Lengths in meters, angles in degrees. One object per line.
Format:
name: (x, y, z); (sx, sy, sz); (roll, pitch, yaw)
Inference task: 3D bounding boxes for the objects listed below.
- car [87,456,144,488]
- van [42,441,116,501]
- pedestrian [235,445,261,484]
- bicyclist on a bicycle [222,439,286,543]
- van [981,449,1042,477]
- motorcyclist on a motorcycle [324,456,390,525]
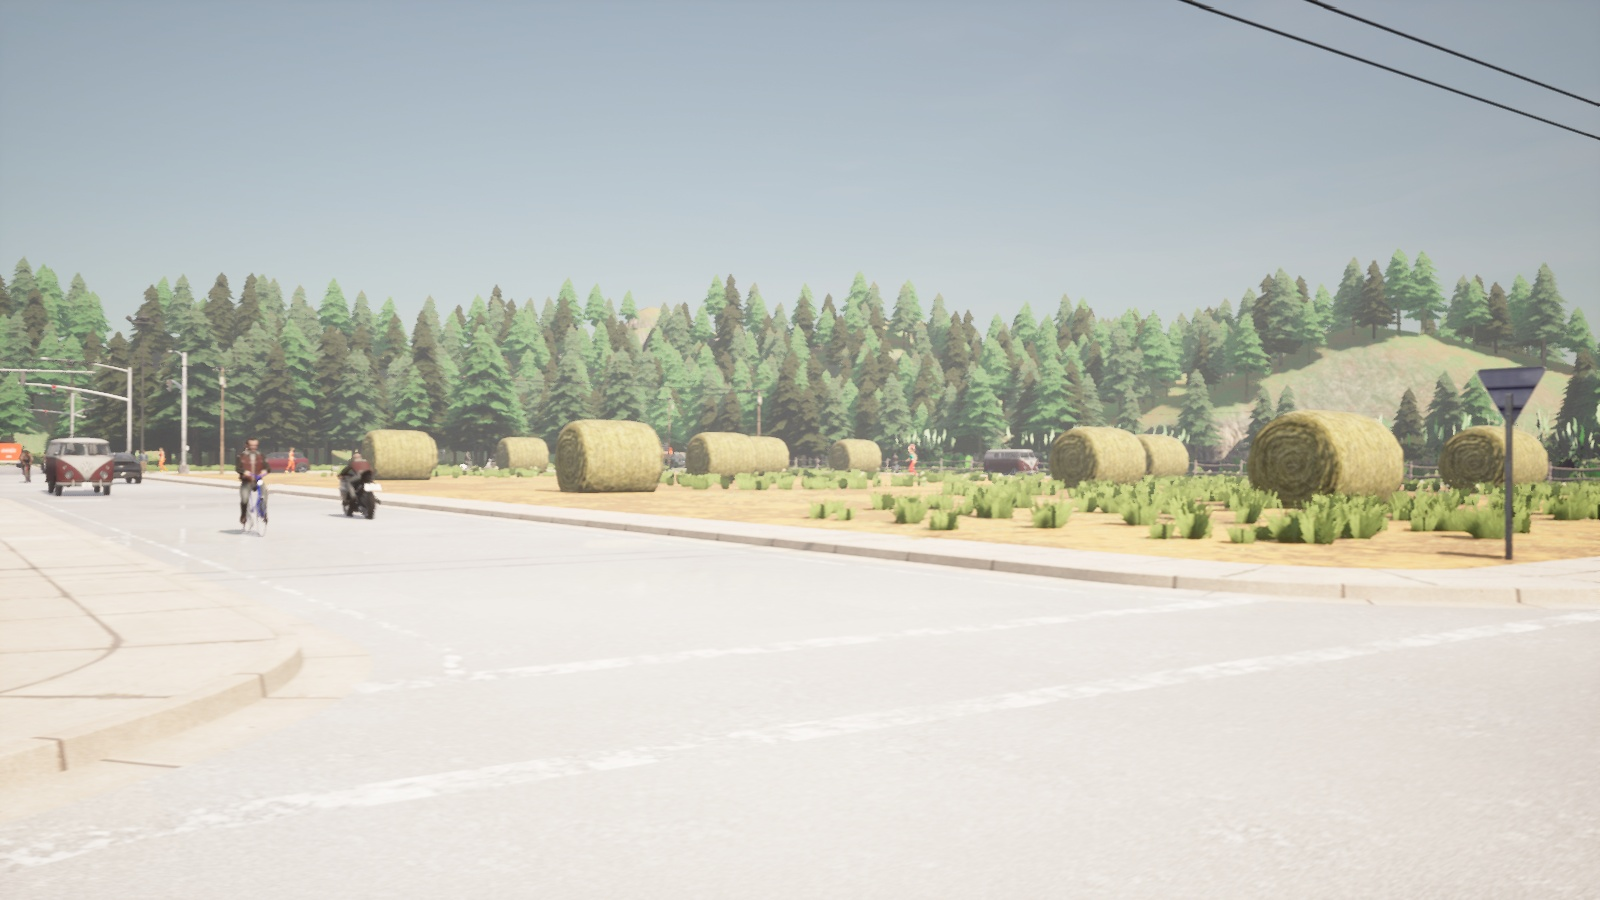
car: (-33.505, 1.055, 61.417); (1.837, 1.490, 4.892); (0, 0, -36)
van: (-25.293, 0.688, 43.998); (1.775, 1.987, 4.442); (1, 0, -36)
pedestrian: (-26.419, 0.703, 60.084); (0.900, 1.855, 0.874); (0, 0, -5)
bicyclist on a bicycle: (-9.711, 0.710, 22.308); (0.659, 1.776, 1.843); (0, -1, -36)
van: (15.090, 0.925, 89.873); (1.775, 1.987, 4.442); (0, 0, -32)
motorcyclist on a motorcycle: (-10.269, 0.910, 29.082); (0.866, 1.530, 2.191); (0, 0, -36)
